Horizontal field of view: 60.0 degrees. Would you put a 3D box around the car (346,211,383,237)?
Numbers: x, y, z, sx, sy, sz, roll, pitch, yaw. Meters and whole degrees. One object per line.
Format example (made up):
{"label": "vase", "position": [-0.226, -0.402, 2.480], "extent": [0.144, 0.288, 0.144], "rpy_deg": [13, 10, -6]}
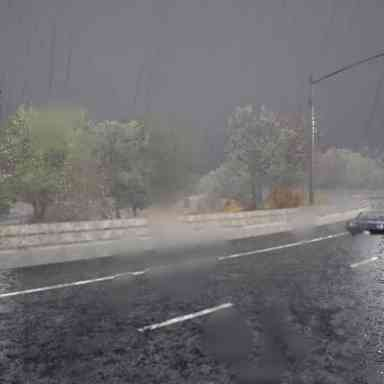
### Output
{"label": "car", "position": [9.752, 1.609, 17.168], "extent": [1.895, 1.301, 4.718], "rpy_deg": [0, 0, 45]}
